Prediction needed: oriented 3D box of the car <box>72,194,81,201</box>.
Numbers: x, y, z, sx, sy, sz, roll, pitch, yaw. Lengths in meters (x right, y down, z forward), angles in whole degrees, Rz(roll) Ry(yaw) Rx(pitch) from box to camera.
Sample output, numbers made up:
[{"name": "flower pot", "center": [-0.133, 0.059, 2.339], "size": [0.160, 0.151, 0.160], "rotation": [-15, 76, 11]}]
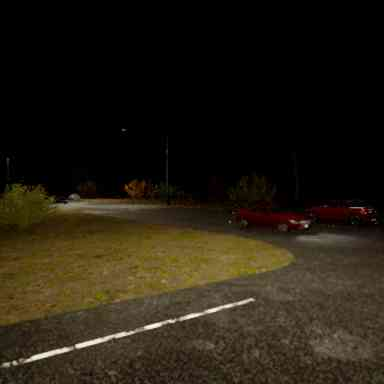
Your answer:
[{"name": "car", "center": [-24.539, 1.163, 68.880], "size": [1.812, 1.442, 4.674], "rotation": [0, 0, -37]}]

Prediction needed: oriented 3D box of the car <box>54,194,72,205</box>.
[{"name": "car", "center": [-21.102, 1.269, 52.812], "size": [1.837, 1.490, 4.892], "rotation": [-1, 1, -37]}]

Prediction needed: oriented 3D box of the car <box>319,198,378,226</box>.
[{"name": "car", "center": [10.201, 1.283, 23.115], "size": [2.097, 1.767, 4.553], "rotation": [0, 0, -37]}]

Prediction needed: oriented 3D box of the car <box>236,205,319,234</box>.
[{"name": "car", "center": [4.512, 1.478, 19.039], "size": [1.812, 1.442, 4.674], "rotation": [0, 0, -37]}]
